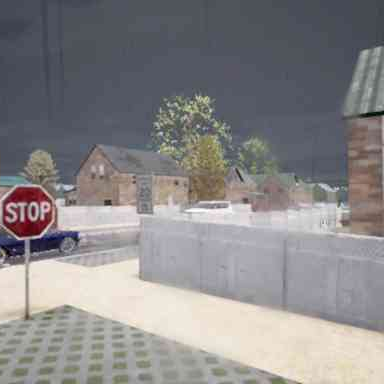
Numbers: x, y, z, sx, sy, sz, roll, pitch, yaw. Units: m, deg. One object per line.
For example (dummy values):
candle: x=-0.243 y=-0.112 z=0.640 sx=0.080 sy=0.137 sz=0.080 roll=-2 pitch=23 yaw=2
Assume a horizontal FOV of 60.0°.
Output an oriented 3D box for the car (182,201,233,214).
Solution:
car: x=1.376 y=1.753 z=27.274 sx=2.150 sy=2.045 sz=5.566 roll=-1 pitch=-2 yaw=35

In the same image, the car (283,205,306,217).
car: x=13.698 y=2.490 z=44.409 sx=1.882 sy=1.535 sz=5.008 roll=-1 pitch=-2 yaw=36

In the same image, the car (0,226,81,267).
car: x=-6.161 y=1.712 z=11.719 sx=1.895 sy=1.301 sz=4.718 roll=-1 pitch=-2 yaw=23
